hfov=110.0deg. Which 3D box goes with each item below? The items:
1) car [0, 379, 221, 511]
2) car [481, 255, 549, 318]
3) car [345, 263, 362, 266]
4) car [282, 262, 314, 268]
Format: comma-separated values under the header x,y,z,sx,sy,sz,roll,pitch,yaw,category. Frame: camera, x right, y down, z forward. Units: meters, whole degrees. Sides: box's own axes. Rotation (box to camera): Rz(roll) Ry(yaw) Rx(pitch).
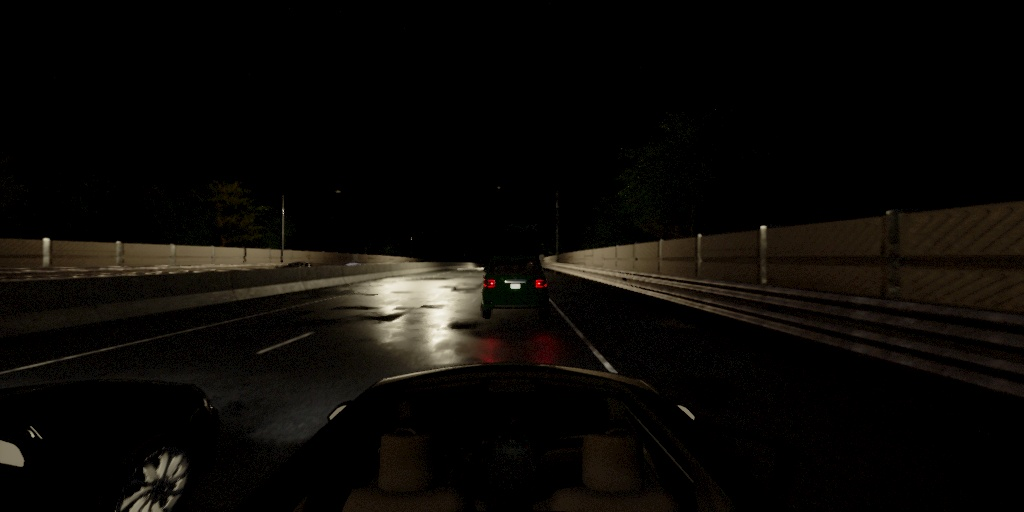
x,y,z,sx,sy,sz,roll,pitch,yaw,category
-3.400,1.255,1.051,1.837,1.490,4.892,0,0,0,car
0.102,1.005,13.283,2.150,2.045,5.566,0,0,0,car
-21.055,1.594,47.686,1.994,1.385,4.181,0,-1,0,car
-24.580,1.469,41.003,1.837,1.490,4.892,0,0,0,car
